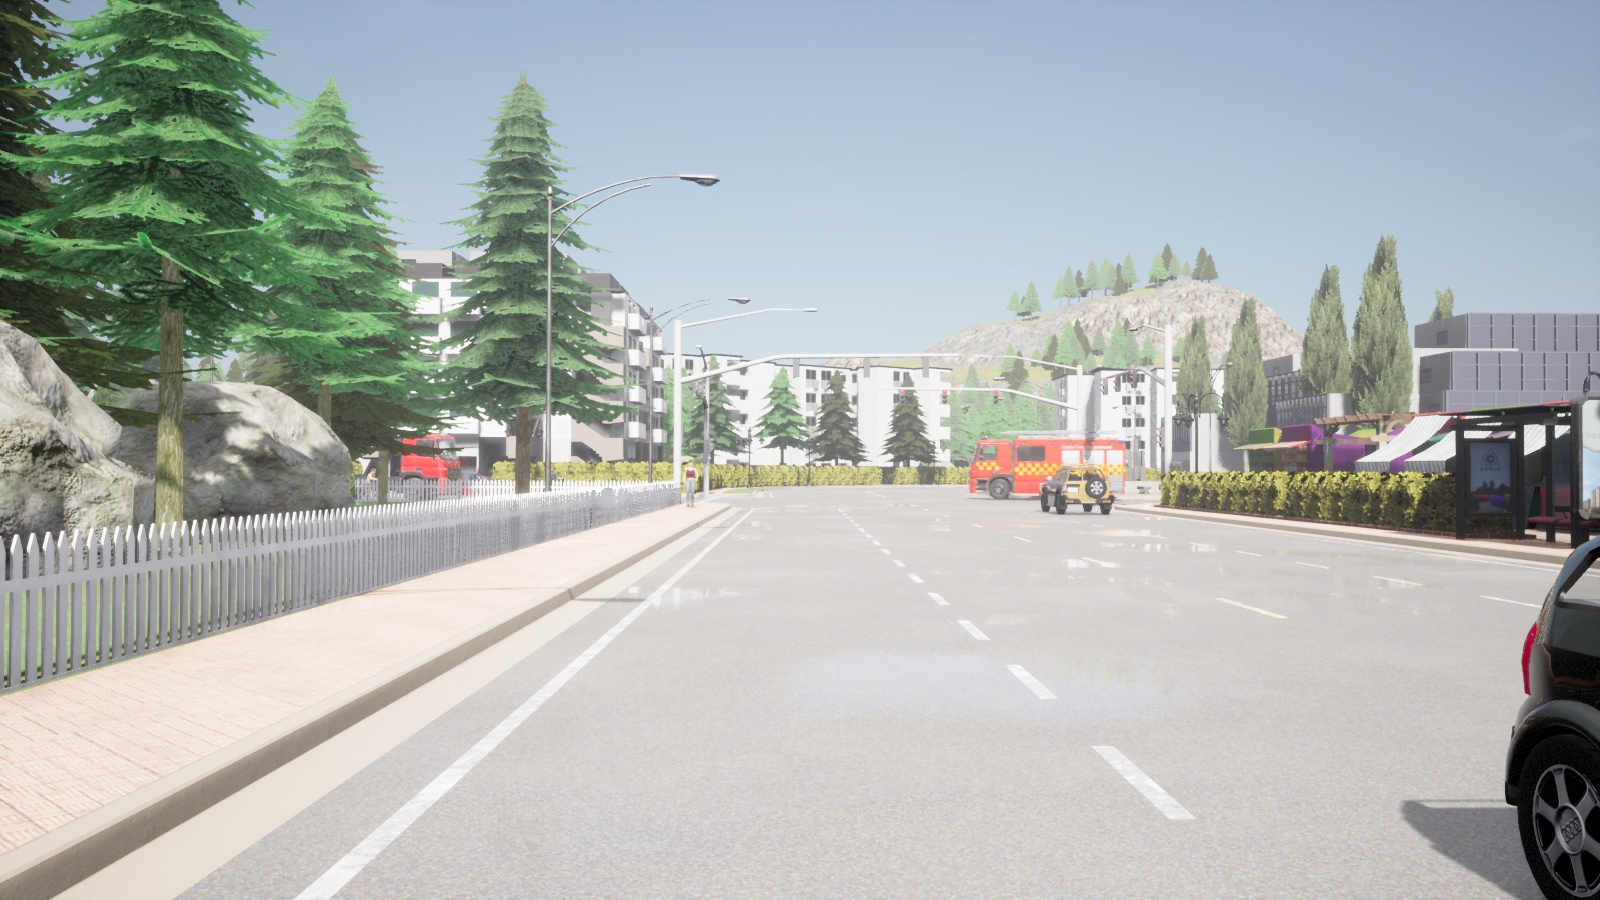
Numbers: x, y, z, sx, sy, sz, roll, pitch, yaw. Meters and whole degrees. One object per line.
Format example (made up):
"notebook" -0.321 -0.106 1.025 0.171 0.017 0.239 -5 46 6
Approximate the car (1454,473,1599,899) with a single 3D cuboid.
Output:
"car" 3.491 0.831 3.103 1.789 1.549 3.705 0 -1 0

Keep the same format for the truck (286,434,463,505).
"truck" -21.319 0.977 63.230 7.936 3.462 2.891 0 -1 1

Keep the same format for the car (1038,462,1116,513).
"car" 10.378 1.383 47.345 1.932 1.855 4.605 0 -1 0

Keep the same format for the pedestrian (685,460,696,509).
"pedestrian" -4.116 1.280 47.193 0.345 1.836 0.594 0 -1 0

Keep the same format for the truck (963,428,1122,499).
"truck" 13.392 0.767 69.874 8.468 3.827 2.891 0 -1 8

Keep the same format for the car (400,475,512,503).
"car" -18.215 2.051 66.643 5.357 1.411 2.033 0 -1 1
